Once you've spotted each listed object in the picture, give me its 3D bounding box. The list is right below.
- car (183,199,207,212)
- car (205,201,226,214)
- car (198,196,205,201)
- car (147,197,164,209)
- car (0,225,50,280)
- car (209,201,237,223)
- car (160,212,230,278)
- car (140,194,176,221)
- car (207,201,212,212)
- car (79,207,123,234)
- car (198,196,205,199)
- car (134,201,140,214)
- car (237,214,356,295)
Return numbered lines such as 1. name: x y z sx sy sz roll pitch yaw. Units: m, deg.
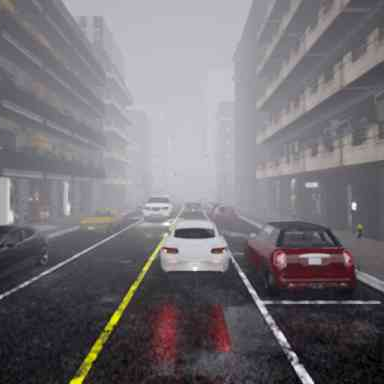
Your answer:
1. car: 0.103 1.646 31.280 2.033 1.411 5.357 0 0 0
2. car: 2.565 1.683 37.170 1.947 1.339 4.313 -1 0 0
3. car: 2.579 1.833 92.045 2.008 1.369 4.403 -1 0 0
4. car: -5.443 1.597 50.129 1.967 1.590 4.097 -1 0 0
5. car: -5.323 1.594 8.797 1.947 1.339 4.313 -1 0 0
6. car: 2.562 1.664 25.841 1.802 1.307 4.206 -1 0 0
7. car: 0.079 1.558 10.141 1.812 1.442 4.674 0 0 0
8. car: -2.844 1.313 28.975 2.150 2.045 5.566 0 0 0
9. car: 2.563 1.644 31.506 1.887 1.381 4.507 -1 0 0
10. car: -5.320 1.589 19.930 1.752 1.417 4.829 -1 0 0
11. car: 2.578 1.848 86.506 1.802 1.307 4.206 -1 0 0
12. car: -5.315 1.668 37.054 2.008 1.369 4.403 -1 0 0
13. car: 2.556 1.469 8.849 1.967 1.590 4.097 -1 0 0
